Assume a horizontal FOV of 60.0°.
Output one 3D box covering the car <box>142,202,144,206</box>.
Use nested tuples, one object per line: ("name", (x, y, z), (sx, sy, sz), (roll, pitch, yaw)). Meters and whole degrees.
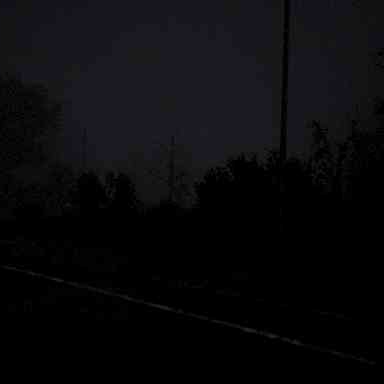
("car", (-10.306, 1.962, 58.812), (2.033, 1.411, 5.357), (2, -2, 20))
